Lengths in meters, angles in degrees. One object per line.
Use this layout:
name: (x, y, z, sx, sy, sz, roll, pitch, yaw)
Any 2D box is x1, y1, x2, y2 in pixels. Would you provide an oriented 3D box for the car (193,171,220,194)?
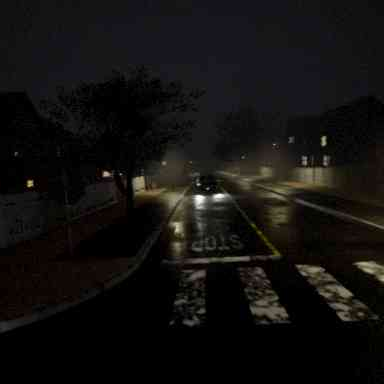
car: (1.252, -0.698, 27.755, 1.837, 1.490, 4.892, -3, 5, 2)
